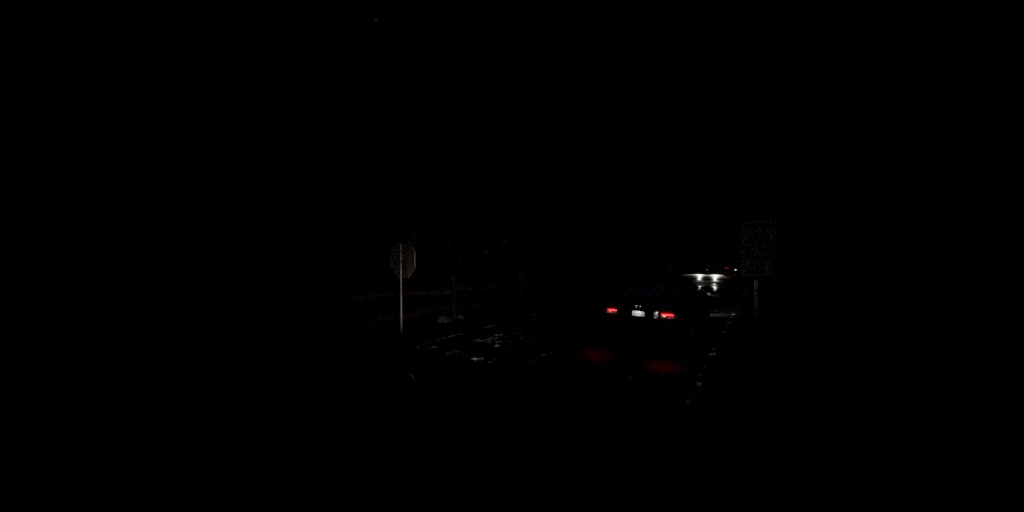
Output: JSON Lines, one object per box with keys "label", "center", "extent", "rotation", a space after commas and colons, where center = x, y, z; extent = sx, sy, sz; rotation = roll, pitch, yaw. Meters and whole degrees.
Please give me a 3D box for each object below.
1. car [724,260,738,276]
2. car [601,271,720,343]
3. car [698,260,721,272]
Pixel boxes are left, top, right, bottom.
{"label": "car", "center": [22.188, 1.265, 35.343], "extent": [1.994, 1.385, 4.181], "rotation": [0, 0, 36]}
{"label": "car", "center": [4.178, 1.291, 9.820], "extent": [2.033, 1.411, 5.357], "rotation": [0, 0, 35]}
{"label": "car", "center": [22.178, 1.197, 40.195], "extent": [1.837, 1.490, 4.892], "rotation": [0, 0, 35]}
